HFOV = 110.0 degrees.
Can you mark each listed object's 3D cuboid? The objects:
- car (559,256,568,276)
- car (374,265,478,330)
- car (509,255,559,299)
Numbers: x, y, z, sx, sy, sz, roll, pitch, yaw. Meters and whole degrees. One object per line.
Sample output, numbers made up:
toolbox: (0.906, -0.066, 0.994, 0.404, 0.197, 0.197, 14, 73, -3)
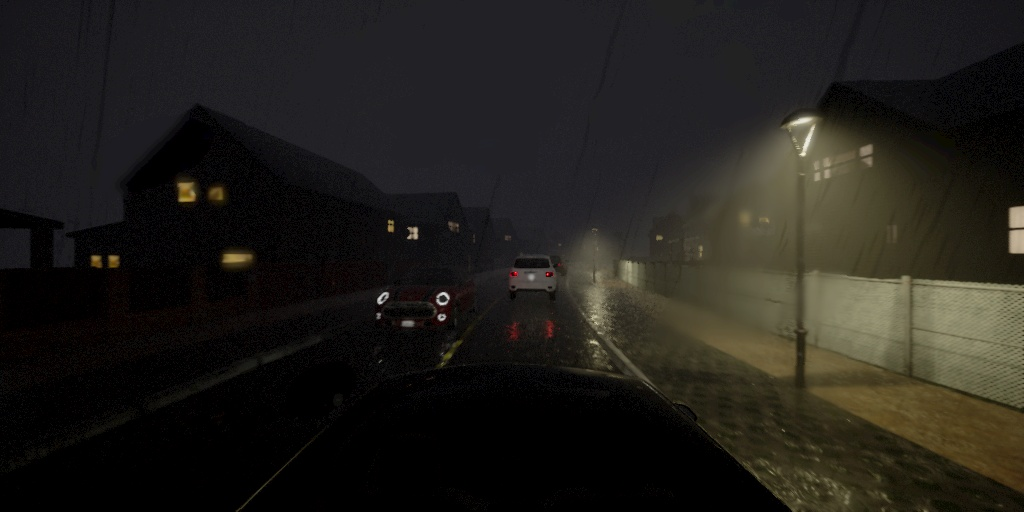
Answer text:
car: (4.451, 0.973, 37.038, 2.150, 2.045, 5.566, 0, 0, 13)
car: (-2.413, 1.095, 11.092, 2.097, 1.767, 4.553, 0, 0, 4)
car: (1.135, 0.973, 18.198, 2.150, 2.045, 5.566, 0, 0, 6)
